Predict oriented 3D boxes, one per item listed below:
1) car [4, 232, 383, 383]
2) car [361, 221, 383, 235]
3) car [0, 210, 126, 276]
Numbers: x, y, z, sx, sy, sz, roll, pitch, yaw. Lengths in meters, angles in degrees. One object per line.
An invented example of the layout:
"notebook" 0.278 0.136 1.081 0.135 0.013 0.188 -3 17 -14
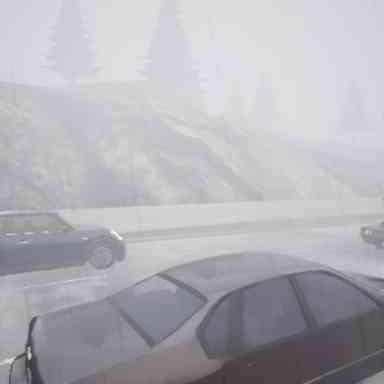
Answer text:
"car" 0.866 1.489 3.980 5.357 1.411 2.033 -1 1 -30
"car" 8.268 1.371 11.661 4.718 1.301 1.895 -1 1 -26
"car" -4.190 1.281 9.228 4.553 1.767 2.097 -1 1 -33
